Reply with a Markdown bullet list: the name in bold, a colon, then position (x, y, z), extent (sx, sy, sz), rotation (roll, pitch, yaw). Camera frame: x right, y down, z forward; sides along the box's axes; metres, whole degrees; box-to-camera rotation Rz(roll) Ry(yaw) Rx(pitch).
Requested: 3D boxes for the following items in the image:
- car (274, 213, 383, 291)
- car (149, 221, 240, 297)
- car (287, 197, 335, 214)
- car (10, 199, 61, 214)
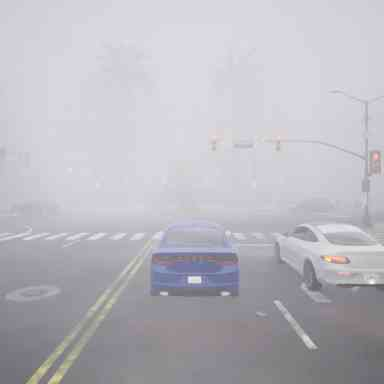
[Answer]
- **car**: position (3.563, 1.526, 8.901), extent (1.812, 1.442, 4.674), rotation (0, 0, 0)
- **car**: position (0.062, 1.478, 8.650), extent (1.882, 1.535, 5.008), rotation (0, 0, 0)
- **car**: position (12.125, 1.351, 34.132), extent (4.553, 1.767, 2.097), rotation (0, 0, 0)
- **car**: position (-16.066, 1.505, 34.159), extent (4.892, 1.490, 1.837), rotation (0, 0, 0)
